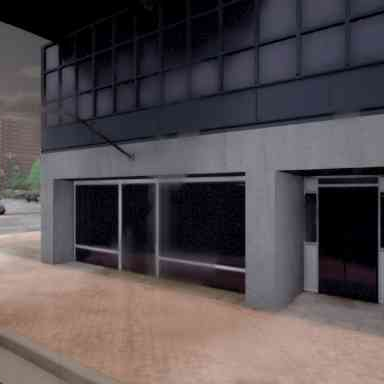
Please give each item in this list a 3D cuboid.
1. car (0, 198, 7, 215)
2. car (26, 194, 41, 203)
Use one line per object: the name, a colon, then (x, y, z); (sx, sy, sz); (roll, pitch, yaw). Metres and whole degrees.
car: (-17.866, 1.490, 27.171); (2.128, 1.511, 4.902); (0, 0, 36)
car: (-30.218, 1.150, 64.697); (4.605, 1.855, 1.932); (0, 0, 35)
